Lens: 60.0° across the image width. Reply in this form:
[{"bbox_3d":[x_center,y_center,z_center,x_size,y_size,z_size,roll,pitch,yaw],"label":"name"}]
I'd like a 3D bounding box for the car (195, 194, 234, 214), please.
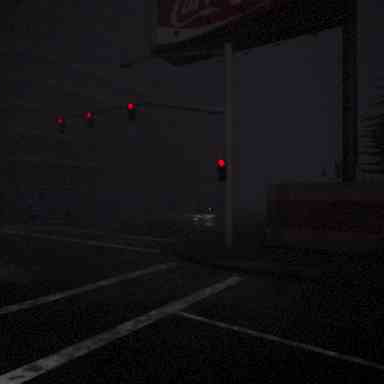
[{"bbox_3d":[2.536,1.253,36.416,2.150,2.045,5.566,0,0,35],"label":"car"}]
